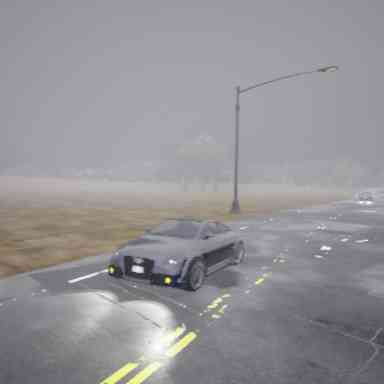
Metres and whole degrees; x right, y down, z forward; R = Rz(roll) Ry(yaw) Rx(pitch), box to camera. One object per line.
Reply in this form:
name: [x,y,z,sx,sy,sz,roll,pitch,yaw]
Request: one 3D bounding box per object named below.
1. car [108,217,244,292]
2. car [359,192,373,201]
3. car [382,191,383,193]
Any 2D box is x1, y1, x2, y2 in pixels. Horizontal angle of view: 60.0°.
car: [-0.157,1.368,8.539,1.994,1.385,4.181,2,1,28]
car: [28.853,0.732,55.076,2.128,1.511,4.902,2,2,31]
car: [34.831,0.826,58.385,1.895,1.301,4.718,2,2,28]
